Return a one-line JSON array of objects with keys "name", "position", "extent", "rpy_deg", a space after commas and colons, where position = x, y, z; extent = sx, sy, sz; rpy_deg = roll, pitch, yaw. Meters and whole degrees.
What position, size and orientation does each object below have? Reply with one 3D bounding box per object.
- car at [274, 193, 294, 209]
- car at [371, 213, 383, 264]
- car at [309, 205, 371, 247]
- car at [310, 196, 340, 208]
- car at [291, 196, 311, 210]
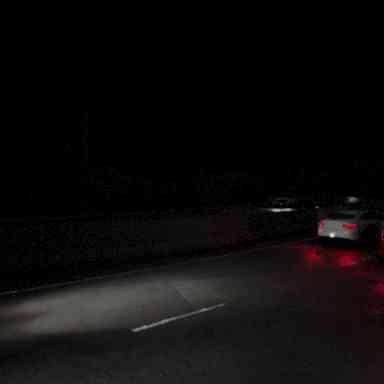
[{"name": "car", "position": [12.923, 1.163, 46.033], "extent": [2.150, 2.045, 5.566], "rpy_deg": [0, 0, 27]}, {"name": "car", "position": [7.782, 1.333, 10.663], "extent": [4.553, 1.767, 2.097], "rpy_deg": [0, 0, -43]}, {"name": "car", "position": [7.320, 1.504, 15.052], "extent": [4.674, 1.442, 1.812], "rpy_deg": [0, 0, -44]}, {"name": "car", "position": [14.003, 1.458, 34.338], "extent": [1.837, 1.490, 4.892], "rpy_deg": [0, 0, 33]}, {"name": "car", "position": [14.344, 1.494, 41.366], "extent": [2.033, 1.411, 5.357], "rpy_deg": [0, 0, 30]}]
